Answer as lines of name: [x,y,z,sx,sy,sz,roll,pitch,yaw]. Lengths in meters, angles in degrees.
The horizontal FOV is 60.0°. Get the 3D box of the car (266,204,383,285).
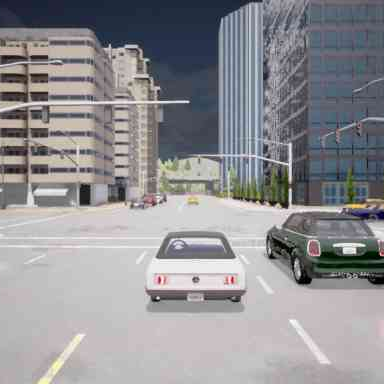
car: [3.593,1.352,9.691,2.097,1.767,4.553,0,0,0]

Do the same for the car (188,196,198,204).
car: [0.176,1.477,62.594,1.882,1.535,5.008,0,0,0]

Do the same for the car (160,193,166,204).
car: [-6.961,1.221,64.685,2.150,2.045,5.566,0,0,2]

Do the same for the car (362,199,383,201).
car: [16.856,1.422,31.570,5.008,1.535,1.882,0,0,1]

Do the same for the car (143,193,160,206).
car: [-7.025,1.222,54.209,2.150,2.045,5.566,0,0,0]

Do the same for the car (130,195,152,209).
car: [-7.044,1.491,44.637,2.128,1.511,4.902,0,0,0]

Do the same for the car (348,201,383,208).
car: [14.193,1.545,24.380,4.718,1.301,1.895,0,0,0]

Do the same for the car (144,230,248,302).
car: [0.085,1.601,8.201,1.895,1.301,4.718,0,0,0]

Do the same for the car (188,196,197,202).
car: [0.093,1.540,76.514,2.033,1.411,5.357,0,0,0]
